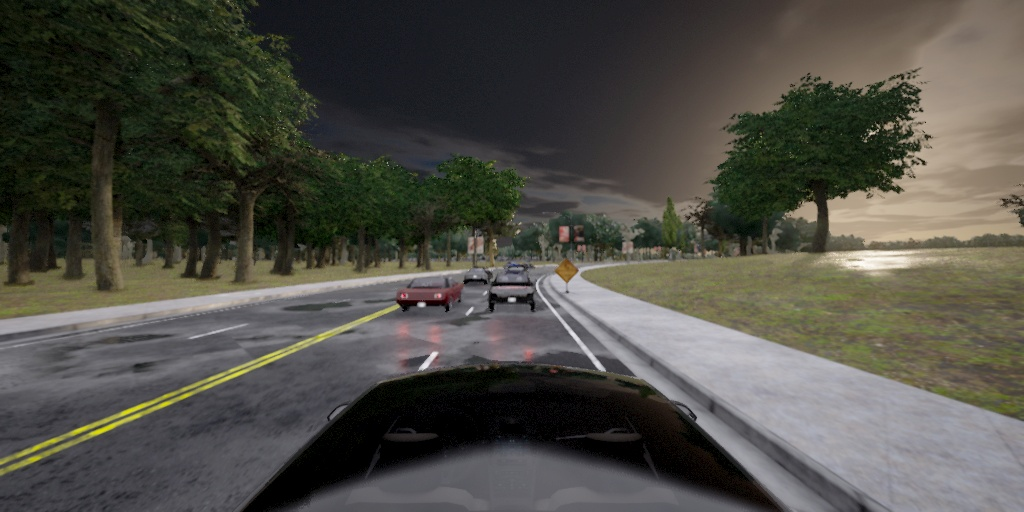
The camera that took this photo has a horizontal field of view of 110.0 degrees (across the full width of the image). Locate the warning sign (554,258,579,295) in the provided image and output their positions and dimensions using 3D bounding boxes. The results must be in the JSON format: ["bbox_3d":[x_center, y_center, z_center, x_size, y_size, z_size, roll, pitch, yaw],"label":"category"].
[{"bbox_3d":[2.848,1.047,18.521,1.300,1.860,1.060,0,0,0],"label":"warning sign"}]

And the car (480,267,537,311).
[{"bbox_3d":[0.025,1.391,15.372,2.128,1.511,4.902,0,0,1],"label":"car"}]

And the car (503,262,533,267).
[{"bbox_3d":[0.539,1.545,29.983,1.837,1.490,4.892,0,0,6],"label":"car"}]

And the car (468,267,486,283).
[{"bbox_3d":[-2.703,1.611,30.216,1.994,1.385,4.181,0,0,6],"label":"car"}]

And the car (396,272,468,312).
[{"bbox_3d":[-3.230,1.496,15.130,1.895,1.301,4.718,0,-1,1],"label":"car"}]
